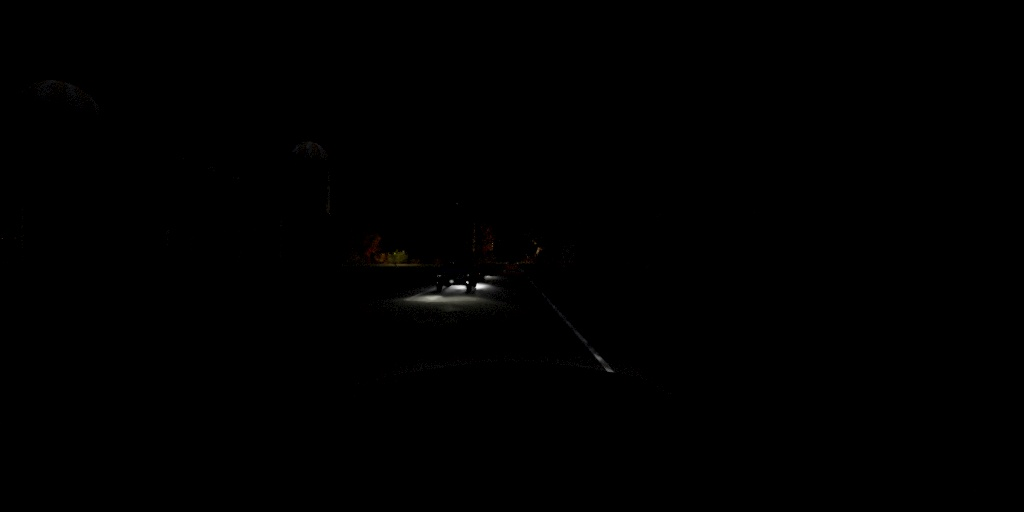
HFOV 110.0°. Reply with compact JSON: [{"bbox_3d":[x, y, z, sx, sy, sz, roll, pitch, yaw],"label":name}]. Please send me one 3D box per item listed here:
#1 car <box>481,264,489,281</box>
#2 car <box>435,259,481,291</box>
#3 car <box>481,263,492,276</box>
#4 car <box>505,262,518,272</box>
[{"bbox_3d":[-3.591,1.651,34.003,1.895,1.301,4.718,0,0,0],"label":"car"},{"bbox_3d":[-3.607,1.187,24.234,2.150,2.045,5.566,0,-1,0],"label":"car"},{"bbox_3d":[-3.529,1.643,44.415,1.837,1.490,4.892,0,0,0],"label":"car"},{"bbox_3d":[-0.018,1.700,56.071,1.882,1.535,5.008,0,0,0],"label":"car"}]
